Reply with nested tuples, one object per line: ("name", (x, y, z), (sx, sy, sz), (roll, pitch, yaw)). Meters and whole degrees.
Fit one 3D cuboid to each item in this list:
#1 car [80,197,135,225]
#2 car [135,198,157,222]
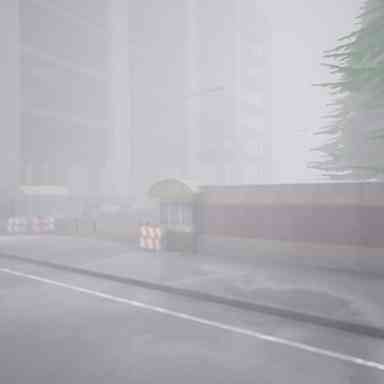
("car", (-6.502, 1.366, 24.583), (3.866, 1.878, 1.905), (-1, 0, 36))
("car", (-4.779, 1.365, 26.967), (3.866, 1.878, 1.905), (-1, 0, 36))
